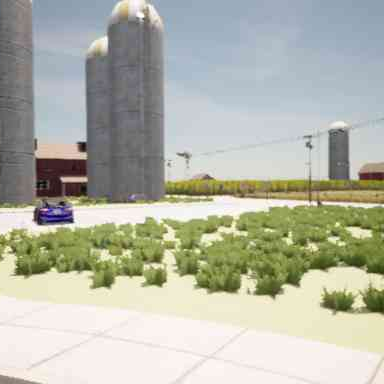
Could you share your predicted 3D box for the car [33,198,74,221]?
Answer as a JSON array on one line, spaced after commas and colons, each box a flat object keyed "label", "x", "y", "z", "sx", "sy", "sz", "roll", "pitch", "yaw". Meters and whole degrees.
[{"label": "car", "x": -9.275, "y": 1.218, "z": 22.171, "sx": 2.242, "sy": 1.667, "sz": 4.611, "roll": -1, "pitch": 1, "yaw": -30}]
